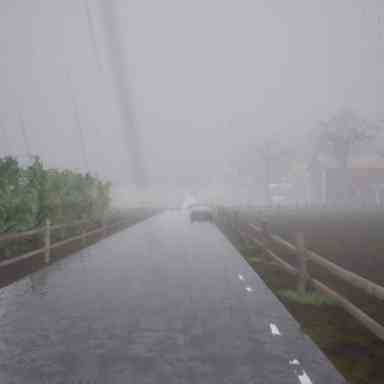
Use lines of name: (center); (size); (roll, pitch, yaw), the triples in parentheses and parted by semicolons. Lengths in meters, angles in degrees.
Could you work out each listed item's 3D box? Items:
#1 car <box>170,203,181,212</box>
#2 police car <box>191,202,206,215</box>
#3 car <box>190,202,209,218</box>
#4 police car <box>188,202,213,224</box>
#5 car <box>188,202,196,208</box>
car: (-2.789, 2.646, 57.579); (2.033, 1.411, 5.357); (0, -1, 1)
police car: (0.832, 2.241, 45.507); (1.930, 1.638, 5.238); (0, -1, 0)
car: (0.830, 2.024, 39.368); (2.097, 1.767, 4.553); (0, -1, 0)
police car: (0.830, 1.886, 29.503); (1.930, 1.638, 5.238); (0, -1, 0)
car: (0.012, 3.087, 80.421); (1.895, 1.301, 4.718); (0, -1, 0)
